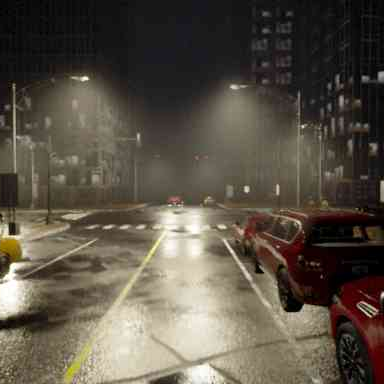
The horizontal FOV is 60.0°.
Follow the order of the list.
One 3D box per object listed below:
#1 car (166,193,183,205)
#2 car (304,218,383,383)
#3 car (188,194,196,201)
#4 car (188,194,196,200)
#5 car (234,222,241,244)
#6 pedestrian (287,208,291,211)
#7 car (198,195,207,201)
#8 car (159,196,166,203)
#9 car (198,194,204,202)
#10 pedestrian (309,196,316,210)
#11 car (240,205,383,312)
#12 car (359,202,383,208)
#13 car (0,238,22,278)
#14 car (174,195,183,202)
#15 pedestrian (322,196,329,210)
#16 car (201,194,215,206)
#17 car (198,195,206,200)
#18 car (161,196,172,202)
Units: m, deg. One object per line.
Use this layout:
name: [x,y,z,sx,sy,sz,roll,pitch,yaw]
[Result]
car: [-3.031,1.182,60.108,2.150,2.045,5.566,0,0,1]
car: [2.672,1.315,2.039,2.192,1.841,5.009,-1,0,0]
car: [0.005,1.525,78.752,1.895,1.301,4.718,0,0,0]
car: [0.006,1.233,88.726,1.882,1.535,5.008,0,0,0]
car: [2.679,1.577,13.290,1.802,1.307,4.206,-1,0,0]
pedestrian: [6.136,1.512,21.045,0.500,1.100,0.500,-1,1,0]
car: [2.684,1.493,85.418,1.947,1.339,4.313,-1,0,0]
car: [-5.835,1.518,68.459,1.947,1.339,4.313,-1,0,0]
car: [2.717,1.267,67.908,2.192,1.841,5.009,-1,0,0]
pedestrian: [7.136,1.144,19.837,0.375,1.860,0.375,-1,1,0]
car: [2.672,1.313,7.665,2.192,1.841,5.009,-1,0,0]
car: [16.129,1.536,28.565,4.313,1.339,1.947,0,1,-5]
car: [-5.704,1.523,7.495,1.752,1.417,4.829,-1,0,0]
car: [-2.995,1.419,75.563,1.882,1.535,5.008,0,0,0]
pedestrian: [8.136,1.168,20.437,0.375,1.860,0.375,-1,1,0]
car: [2.810,1.495,52.827,1.752,1.417,4.829,-1,0,0]
car: [2.684,1.470,91.092,2.008,1.369,4.403,-1,0,0]
car: [-5.665,1.510,74.133,1.947,1.339,4.313,-1,0,0]
